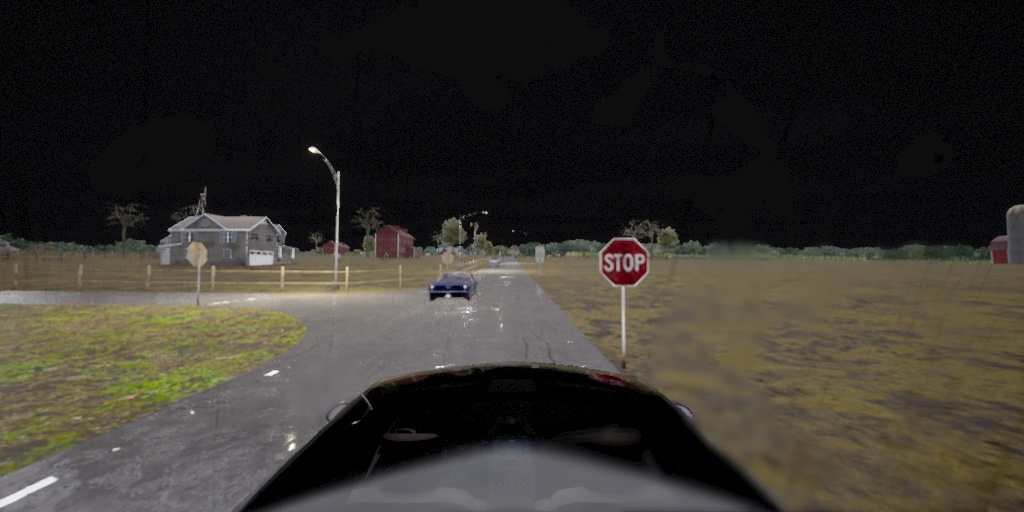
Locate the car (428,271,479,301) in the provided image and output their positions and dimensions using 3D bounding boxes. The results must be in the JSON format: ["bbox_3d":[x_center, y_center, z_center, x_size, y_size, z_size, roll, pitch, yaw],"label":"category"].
[{"bbox_3d":[-2.777,1.439,17.798,1.895,1.301,4.718,0,0,0],"label":"car"}]

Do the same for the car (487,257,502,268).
[{"bbox_3d":[-2.927,1.248,56.791,1.812,1.442,4.674,0,1,0],"label":"car"}]
